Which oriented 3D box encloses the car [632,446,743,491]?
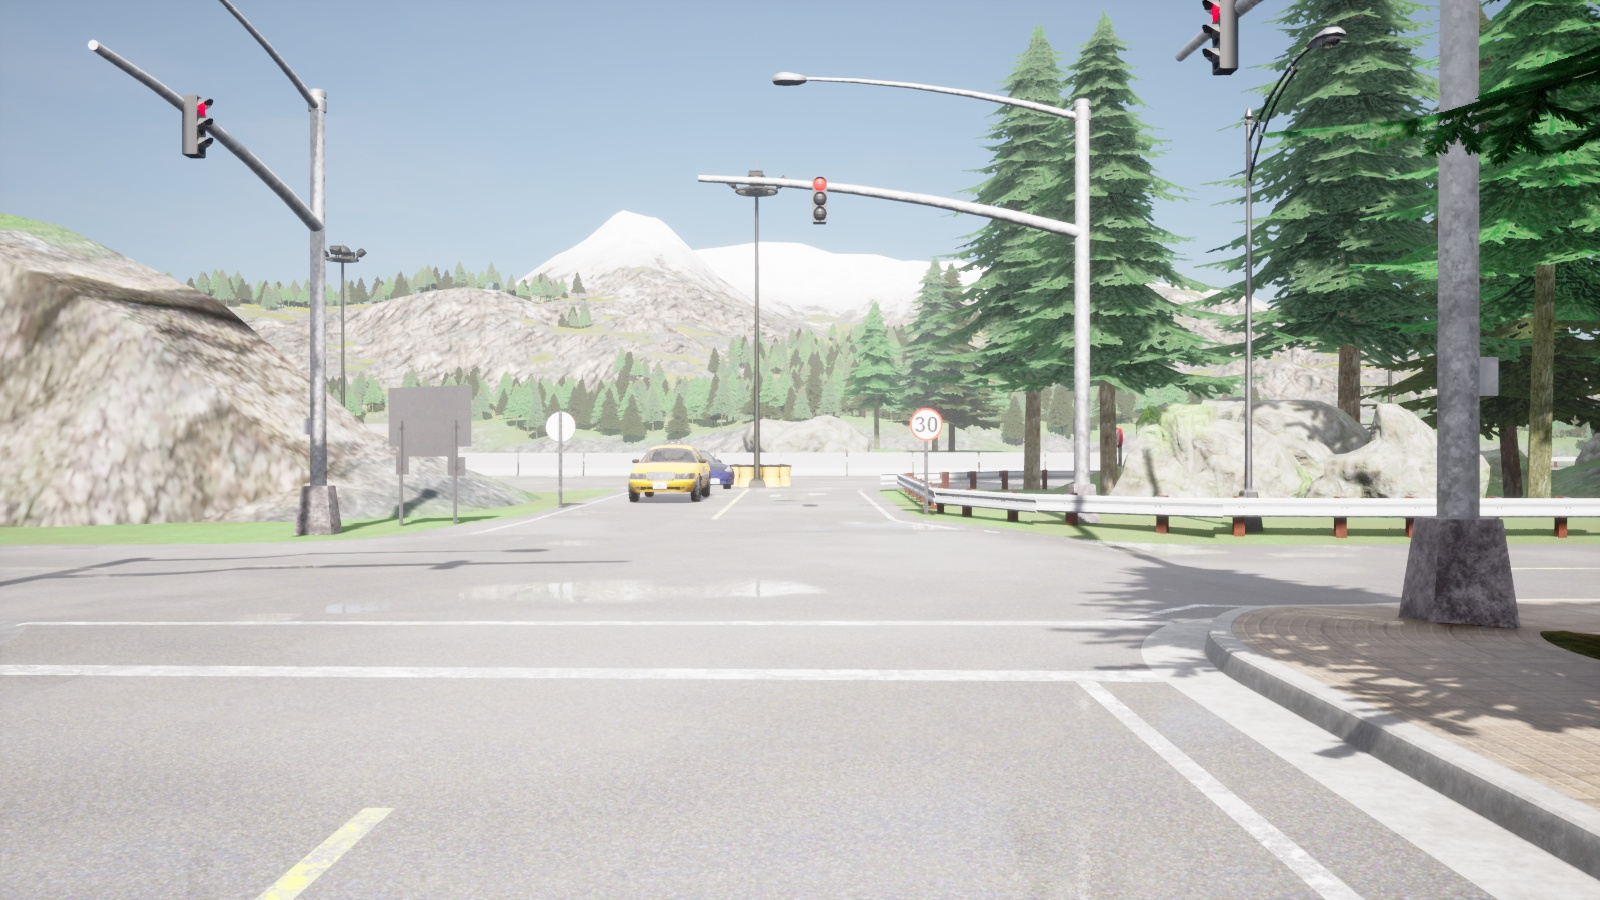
[{"bbox_3d":[-4.000,0.663,43.922,2.163,1.488,4.792,1,-1,-28],"label":"car"}]

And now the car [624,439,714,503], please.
[{"bbox_3d":[-3.403,0.494,33.605,1.801,1.575,5.366,0,0,1],"label":"car"}]
